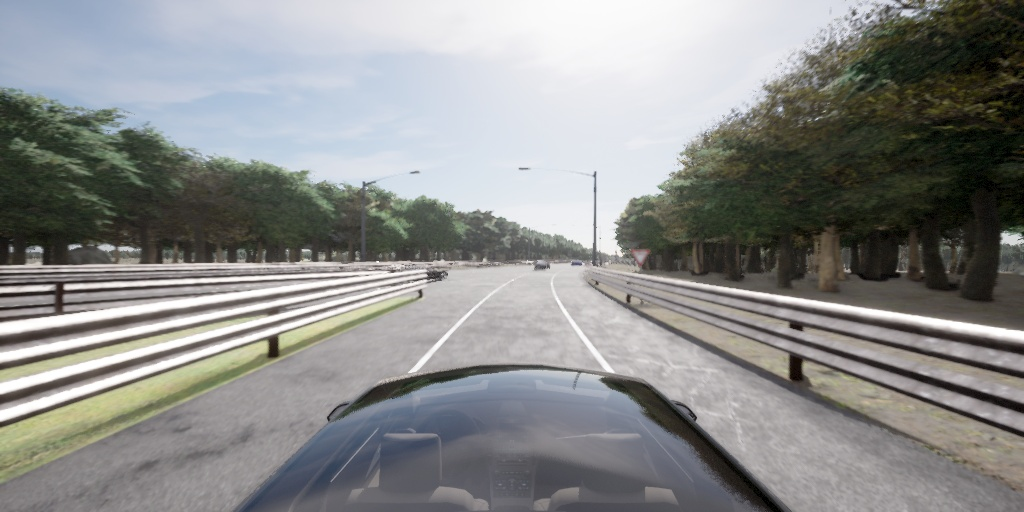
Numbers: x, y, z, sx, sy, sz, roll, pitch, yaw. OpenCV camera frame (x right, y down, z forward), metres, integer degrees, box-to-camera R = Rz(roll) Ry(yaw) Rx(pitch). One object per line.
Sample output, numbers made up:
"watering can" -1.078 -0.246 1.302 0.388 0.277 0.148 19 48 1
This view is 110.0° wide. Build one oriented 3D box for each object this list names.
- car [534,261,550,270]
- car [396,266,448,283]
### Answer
"car" 5.111 1.605 60.229 1.812 1.442 4.674 0 0 20
"car" -7.137 1.434 28.852 1.895 1.301 4.718 0 0 22
